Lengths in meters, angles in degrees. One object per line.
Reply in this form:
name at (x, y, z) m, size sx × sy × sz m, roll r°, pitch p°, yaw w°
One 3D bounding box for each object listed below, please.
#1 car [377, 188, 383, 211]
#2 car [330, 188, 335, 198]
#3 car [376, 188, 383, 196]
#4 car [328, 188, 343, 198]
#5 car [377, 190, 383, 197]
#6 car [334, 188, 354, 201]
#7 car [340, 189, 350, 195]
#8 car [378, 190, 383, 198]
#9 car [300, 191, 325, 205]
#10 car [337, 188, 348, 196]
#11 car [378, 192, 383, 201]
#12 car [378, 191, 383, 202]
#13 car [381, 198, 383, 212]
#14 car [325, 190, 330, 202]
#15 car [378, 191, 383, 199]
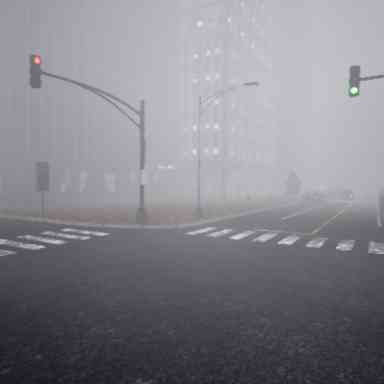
car at (18.062, 0.838, 29.914) m, size 2.192 × 1.841 × 5.009 m, roll 1°, pitch 1°, yaw 29°
car at (24.443, 0.326, 57.887) m, size 1.967 × 1.590 × 4.097 m, roll 1°, pitch 1°, yaw 29°
car at (47.310, -0.065, 83.175) m, size 2.192 × 1.841 × 5.009 m, roll 1°, pitch 1°, yaw 29°
car at (27.102, 0.119, 62.728) m, size 2.192 × 1.841 × 5.009 m, roll 1°, pitch 1°, yaw 29°
car at (41.993, 0.331, 73.494) m, size 1.887 × 1.381 × 4.507 m, roll 1°, pitch 1°, yaw 29°
car at (23.633, 0.408, 51.052) m, size 2.097 × 1.767 × 4.553 m, roll 2°, pitch 2°, yaw 29°
car at (37.732, 0.024, 82.103) m, size 2.008 × 1.369 × 4.403 m, roll 1°, pitch 1°, yaw 29°
car at (39.417, 0.391, 68.800) m, size 1.752 × 1.417 × 4.829 m, roll 1°, pitch 1°, yaw 29°
car at (13.811, 0.653, 38.518) m, size 1.967 × 1.590 × 4.097 m, roll 1°, pitch 1°, yaw 29°
car at (35.075, -0.004, 77.257) m, size 1.967 × 1.590 × 4.097 m, roll 1°, pitch 1°, yaw 29°
car at (31.361, 0.660, 54.124) m, size 1.887 × 1.381 × 4.507 m, roll 1°, pitch 1°, yaw 29°
car at (28.704, 0.638, 49.280) m, size 1.967 × 1.590 × 4.097 m, roll 1°, pitch 1°, yaw 29°
car at (12.726, 1.265, 20.244) m, size 1.802 × 1.307 × 4.206 m, roll 1°, pitch 1°, yaw 29°
car at (16.468, 0.714, 43.363) m, size 1.802 × 1.307 × 4.206 m, roll 1°, pitch 1°, yaw 29°
car at (36.677, 0.533, 63.810) m, size 1.802 × 1.307 × 4.206 m, roll 1°, pitch 1°, yaw 29°
